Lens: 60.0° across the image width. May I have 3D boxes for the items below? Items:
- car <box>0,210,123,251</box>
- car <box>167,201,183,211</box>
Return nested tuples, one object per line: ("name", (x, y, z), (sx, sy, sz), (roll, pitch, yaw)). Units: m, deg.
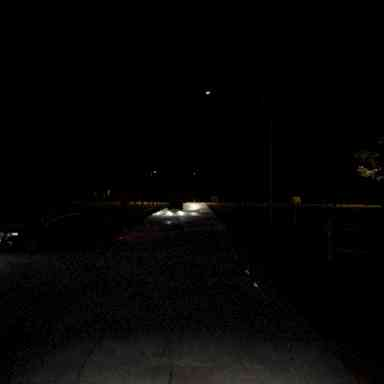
("car", (-5.403, 1.547, 14.251), (4.902, 1.511, 2.128), (0, 2, -38))
("car", (-2.105, 1.754, 43.002), (1.895, 1.301, 4.718), (0, 0, 1))
